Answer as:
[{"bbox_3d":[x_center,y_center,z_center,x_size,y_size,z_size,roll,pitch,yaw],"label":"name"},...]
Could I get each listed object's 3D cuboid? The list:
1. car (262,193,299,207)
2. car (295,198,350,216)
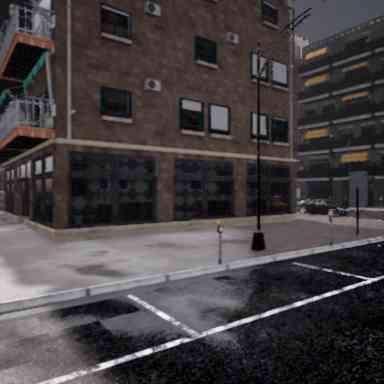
[{"bbox_3d":[10.955,0.943,41.300,1.967,1.590,4.097,1,0,-36],"label":"car"},{"bbox_3d":[10.720,1.235,27.393,2.008,1.369,4.403,1,0,-36],"label":"car"}]
